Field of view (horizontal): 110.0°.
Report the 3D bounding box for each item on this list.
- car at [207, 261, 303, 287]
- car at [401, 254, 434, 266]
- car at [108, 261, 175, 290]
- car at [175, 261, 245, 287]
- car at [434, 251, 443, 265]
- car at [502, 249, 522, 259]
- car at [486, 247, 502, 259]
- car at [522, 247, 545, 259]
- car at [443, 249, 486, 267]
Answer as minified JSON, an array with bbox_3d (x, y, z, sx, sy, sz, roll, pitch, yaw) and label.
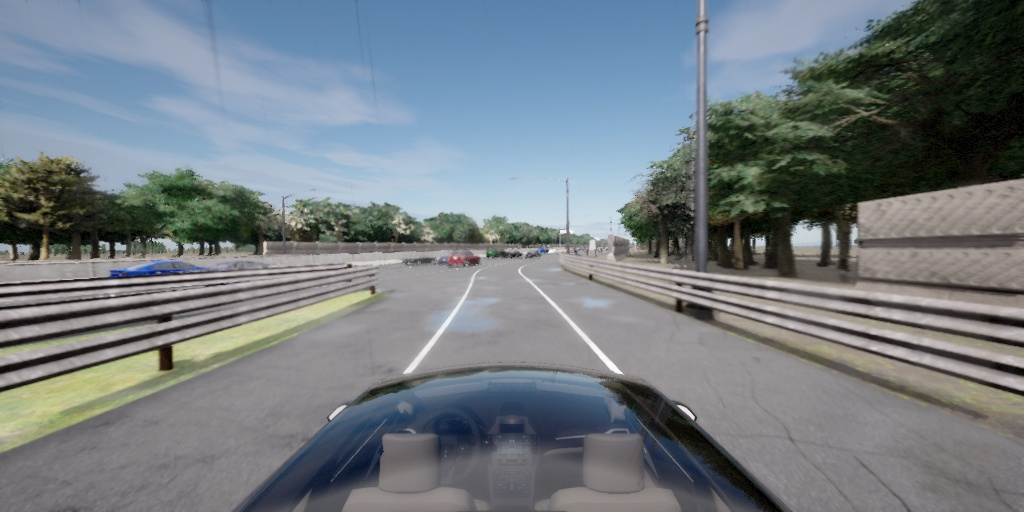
[{"bbox_3d":[-12.494,1.066,18.770,1.895,1.301,4.718,0,2,21],"label":"car"},{"bbox_3d":[-10.939,0.447,42.691,1.895,1.301,4.718,0,2,21],"label":"car"},{"bbox_3d":[-19.351,0.996,20.430,1.882,1.535,5.008,0,2,21],"label":"car"},{"bbox_3d":[-15.478,1.003,20.772,2.033,1.411,5.357,0,2,21],"label":"car"},{"bbox_3d":[-7.074,0.350,43.021,1.994,1.385,4.181,0,2,21],"label":"car"},{"bbox_3d":[0.431,-0.333,62.886,1.882,1.535,5.008,0,2,21],"label":"car"},{"bbox_3d":[-2.833,-0.576,64.157,2.150,2.045,5.566,0,2,21],"label":"car"},{"bbox_3d":[3.696,-0.298,61.631,1.812,1.442,4.674,0,2,21],"label":"car"},{"bbox_3d":[-5.017,0.221,38.562,2.097,1.767,4.553,0,2,21],"label":"car"}]
